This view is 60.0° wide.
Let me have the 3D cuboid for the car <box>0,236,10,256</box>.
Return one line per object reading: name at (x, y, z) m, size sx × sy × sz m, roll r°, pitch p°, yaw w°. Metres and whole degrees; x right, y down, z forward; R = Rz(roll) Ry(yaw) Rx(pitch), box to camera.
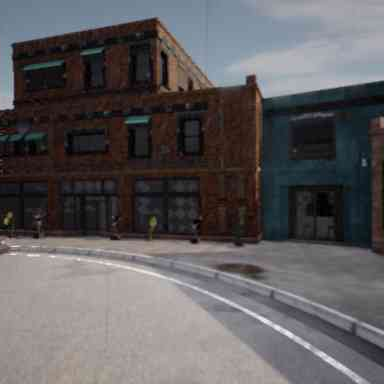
car at (-9.509, 2.023, 12.285) m, size 5.357 × 1.411 × 2.033 m, roll -3°, pitch 0°, yaw 14°
